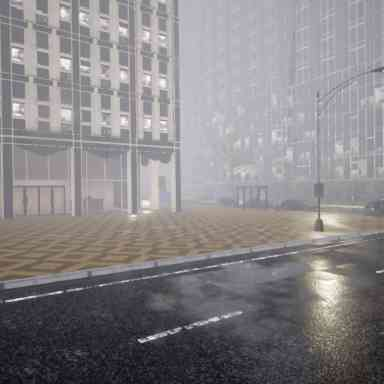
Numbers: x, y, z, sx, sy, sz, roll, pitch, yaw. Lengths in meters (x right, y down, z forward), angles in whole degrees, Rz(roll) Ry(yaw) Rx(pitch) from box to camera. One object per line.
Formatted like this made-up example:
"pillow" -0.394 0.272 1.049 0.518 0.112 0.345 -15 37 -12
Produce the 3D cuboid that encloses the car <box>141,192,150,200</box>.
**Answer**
"car" -10.824 1.037 68.715 2.008 1.369 4.403 0 1 -34

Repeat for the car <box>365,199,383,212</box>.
"car" 20.193 1.325 33.776 1.837 1.490 4.892 -1 1 -35

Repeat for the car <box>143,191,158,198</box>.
"car" -10.352 0.683 82.826 1.967 1.590 4.097 0 1 -34

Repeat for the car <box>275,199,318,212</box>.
"car" 11.595 1.422 35.848 1.947 1.339 4.313 -1 1 -34

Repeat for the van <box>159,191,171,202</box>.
"van" -4.387 0.935 59.343 1.690 1.788 3.998 0 1 -34

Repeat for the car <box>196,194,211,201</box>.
"car" 2.520 1.041 64.089 1.802 1.307 4.206 -1 1 -34

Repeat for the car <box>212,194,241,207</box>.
"car" 5.221 1.318 45.262 1.947 1.339 4.313 -1 1 -34

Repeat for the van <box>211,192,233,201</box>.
"van" 5.738 0.853 59.401 1.690 1.788 3.998 -1 1 -34

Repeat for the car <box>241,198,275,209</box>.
"car" 8.391 1.386 40.545 1.802 1.307 4.206 -1 1 -34

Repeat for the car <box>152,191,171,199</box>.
"car" -7.134 0.612 78.140 2.192 1.841 5.009 0 1 -34
